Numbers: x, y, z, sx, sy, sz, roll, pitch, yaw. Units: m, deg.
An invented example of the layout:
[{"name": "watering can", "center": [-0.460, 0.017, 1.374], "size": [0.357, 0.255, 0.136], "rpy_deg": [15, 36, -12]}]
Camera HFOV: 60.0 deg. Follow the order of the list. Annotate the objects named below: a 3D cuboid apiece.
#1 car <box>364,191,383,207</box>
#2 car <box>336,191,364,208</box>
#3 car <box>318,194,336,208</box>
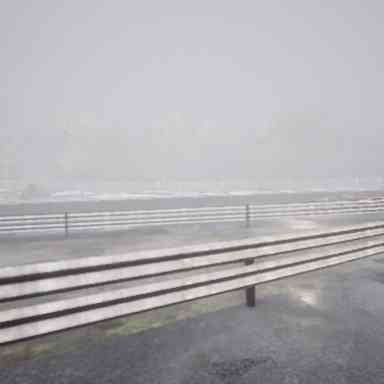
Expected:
[{"name": "car", "center": [17.185, 0.679, 27.553], "size": [4.553, 1.767, 2.097], "rpy_deg": [-2, 1, -12]}, {"name": "car", "center": [16.325, 0.655, 30.948], "size": [4.553, 1.767, 2.097], "rpy_deg": [-2, 1, -12]}, {"name": "car", "center": [15.577, 0.876, 34.372], "size": [4.718, 1.301, 1.895], "rpy_deg": [-2, 1, -12]}]
